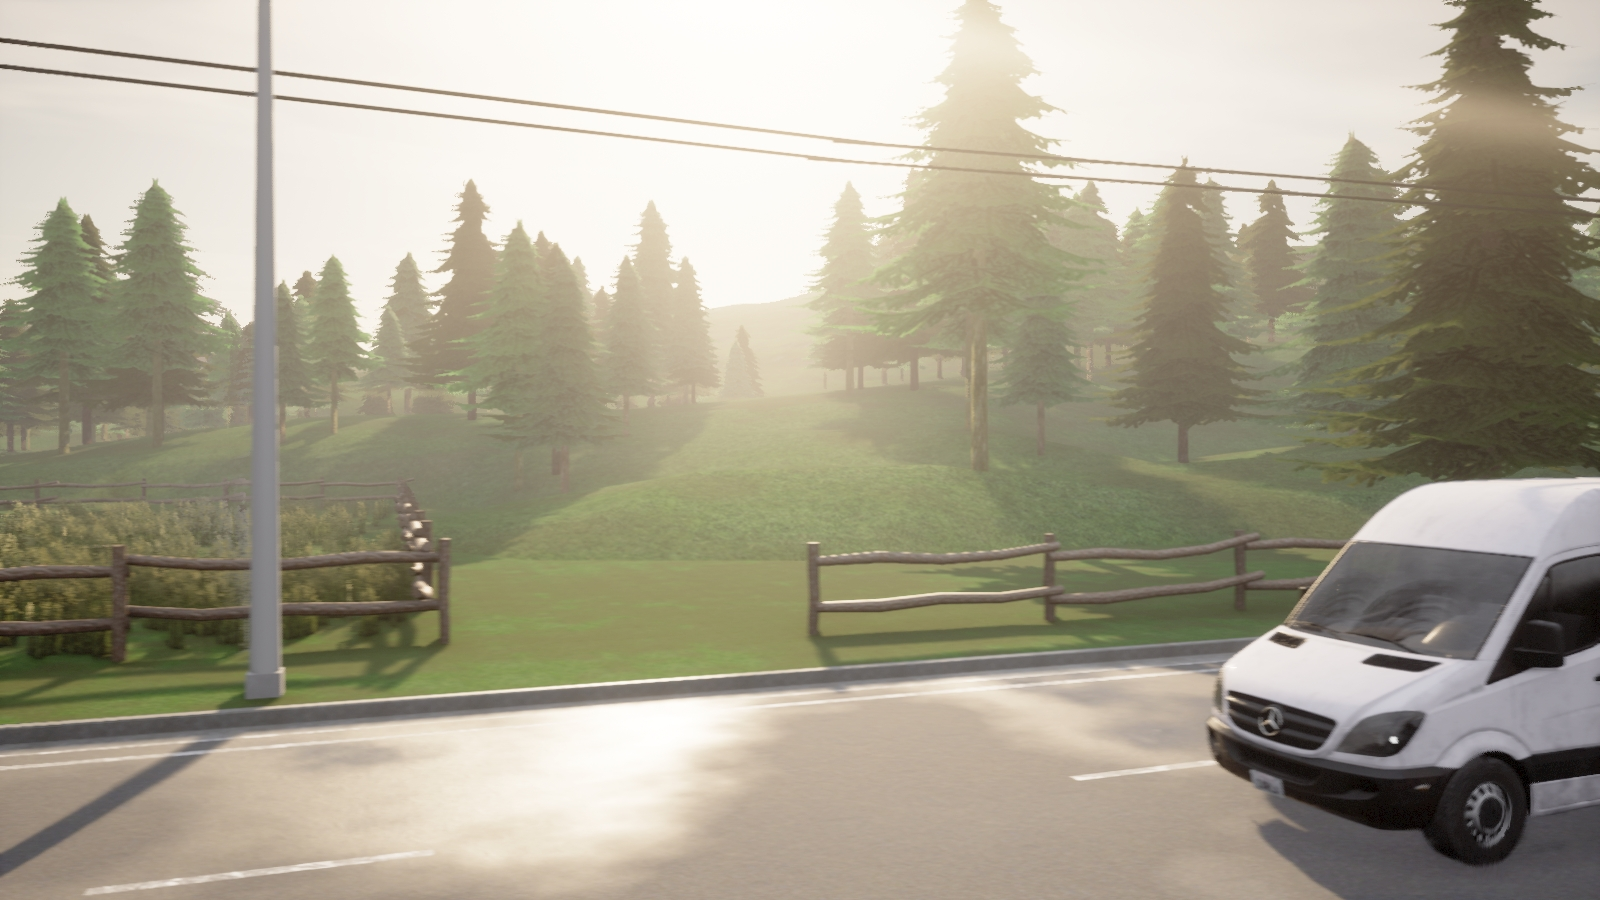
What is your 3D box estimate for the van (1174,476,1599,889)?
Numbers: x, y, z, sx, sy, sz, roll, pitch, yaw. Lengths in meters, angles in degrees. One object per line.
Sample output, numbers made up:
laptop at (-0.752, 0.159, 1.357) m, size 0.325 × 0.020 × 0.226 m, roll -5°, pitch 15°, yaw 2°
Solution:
van at (6.124, 1.530, 9.256) m, size 5.915 × 2.561 × 1.988 m, roll 0°, pitch 0°, yaw -20°
